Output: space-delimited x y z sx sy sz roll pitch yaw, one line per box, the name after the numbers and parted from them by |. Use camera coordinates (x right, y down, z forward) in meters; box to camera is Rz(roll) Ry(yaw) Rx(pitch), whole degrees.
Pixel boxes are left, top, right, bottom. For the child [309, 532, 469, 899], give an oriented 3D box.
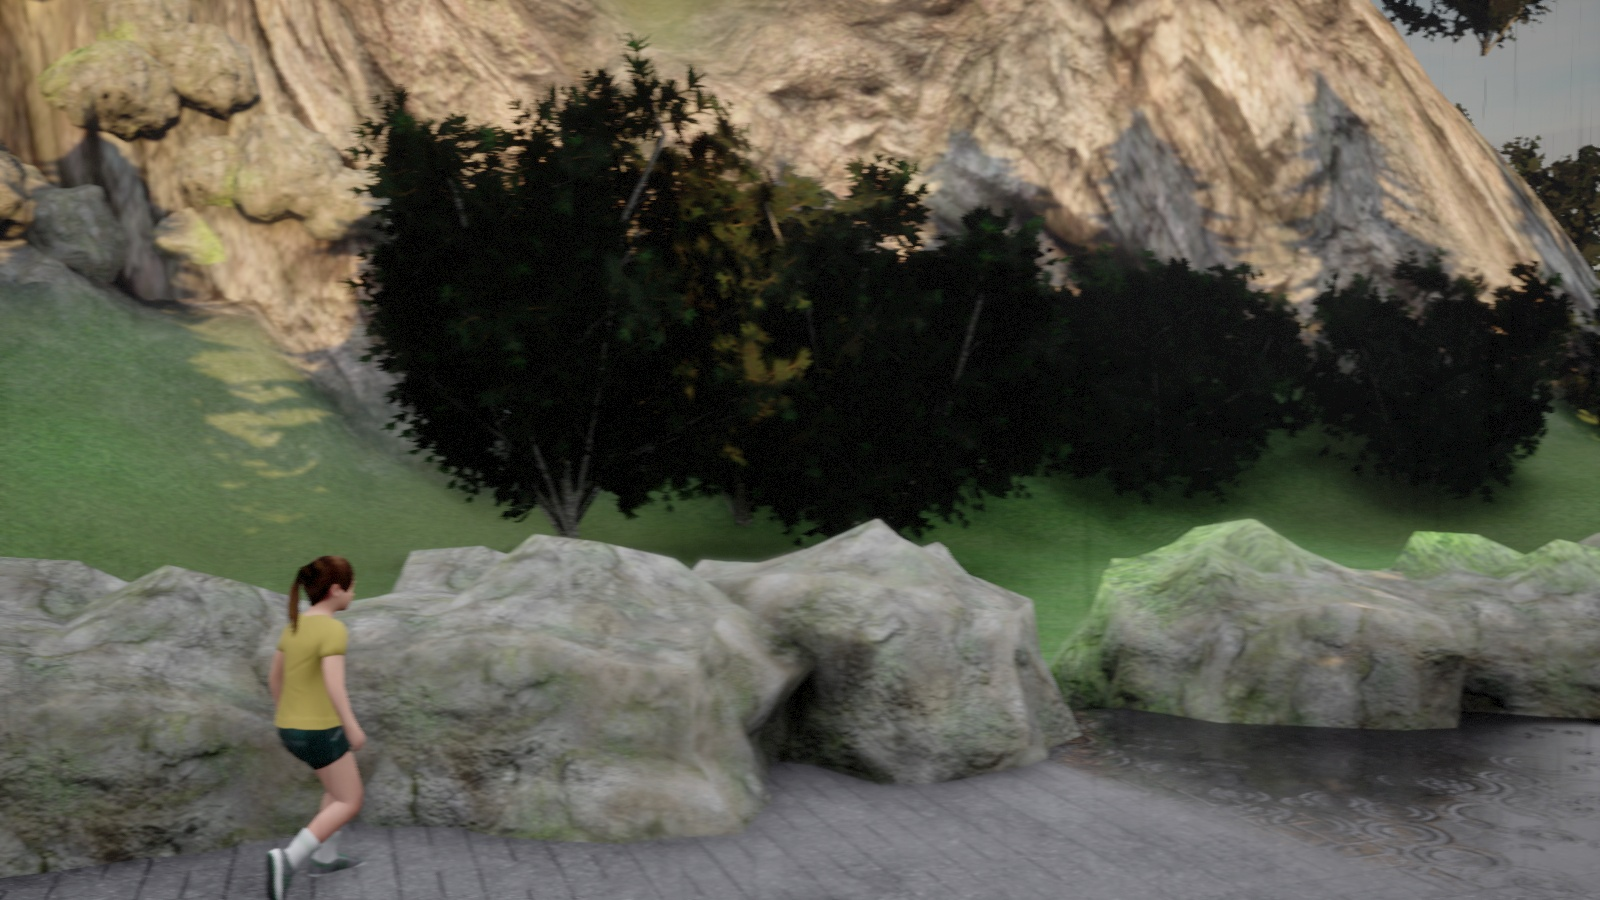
-1.311 0.837 4.017 0.255 1.110 0.394 0 1 42 | child
